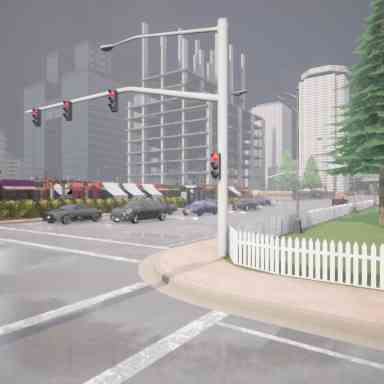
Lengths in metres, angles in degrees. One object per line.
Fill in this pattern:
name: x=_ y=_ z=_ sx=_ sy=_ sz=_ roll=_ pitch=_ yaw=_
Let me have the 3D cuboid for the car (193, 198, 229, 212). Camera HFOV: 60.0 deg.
car: x=2.389 y=1.547 z=40.926 sx=2.033 sy=1.411 sz=5.357 roll=0 pitch=0 yaw=33

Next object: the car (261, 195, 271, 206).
car: x=11.040 y=1.350 z=53.565 sx=2.097 sy=1.767 sz=4.553 roll=0 pitch=0 yaw=34

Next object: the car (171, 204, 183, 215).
car: x=-3.546 y=1.547 z=32.139 sx=2.033 sy=1.411 sz=5.357 roll=0 pitch=0 yaw=34

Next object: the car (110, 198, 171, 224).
car: x=-4.008 y=1.352 z=25.202 sx=2.097 sy=1.767 sz=4.553 roll=0 pitch=0 yaw=34

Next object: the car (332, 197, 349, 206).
car: x=23.959 y=1.478 z=53.738 sx=1.882 sy=1.535 sz=5.008 roll=0 pitch=0 yaw=34

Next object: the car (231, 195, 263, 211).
car: x=6.565 y=1.505 z=40.831 sx=1.837 sy=1.490 sz=4.892 roll=0 pitch=0 yaw=34

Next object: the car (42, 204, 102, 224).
car: x=-8.721 y=1.564 z=24.479 sx=1.994 sy=1.385 sz=4.181 roll=0 pitch=0 yaw=34

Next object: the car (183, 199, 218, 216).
car: x=0.937 y=1.526 z=32.500 sx=1.812 sy=1.442 sz=4.674 roll=0 pitch=0 yaw=34
